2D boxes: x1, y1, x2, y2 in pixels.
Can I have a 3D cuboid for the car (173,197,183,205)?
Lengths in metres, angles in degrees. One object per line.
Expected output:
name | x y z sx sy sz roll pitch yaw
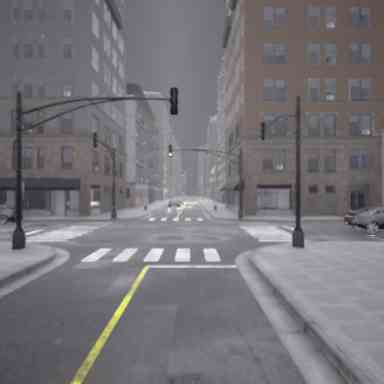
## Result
car | -2.793 1.800 69.369 1.882 1.535 5.008 0 0 0

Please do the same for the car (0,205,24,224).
car | -14.760 1.658 24.678 4.313 1.339 1.947 0 0 0

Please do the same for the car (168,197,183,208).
car | -2.856 1.781 53.444 1.812 1.442 4.674 0 0 0

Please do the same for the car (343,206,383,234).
car | 11.376 1.597 19.269 4.902 1.511 2.128 0 0 0
